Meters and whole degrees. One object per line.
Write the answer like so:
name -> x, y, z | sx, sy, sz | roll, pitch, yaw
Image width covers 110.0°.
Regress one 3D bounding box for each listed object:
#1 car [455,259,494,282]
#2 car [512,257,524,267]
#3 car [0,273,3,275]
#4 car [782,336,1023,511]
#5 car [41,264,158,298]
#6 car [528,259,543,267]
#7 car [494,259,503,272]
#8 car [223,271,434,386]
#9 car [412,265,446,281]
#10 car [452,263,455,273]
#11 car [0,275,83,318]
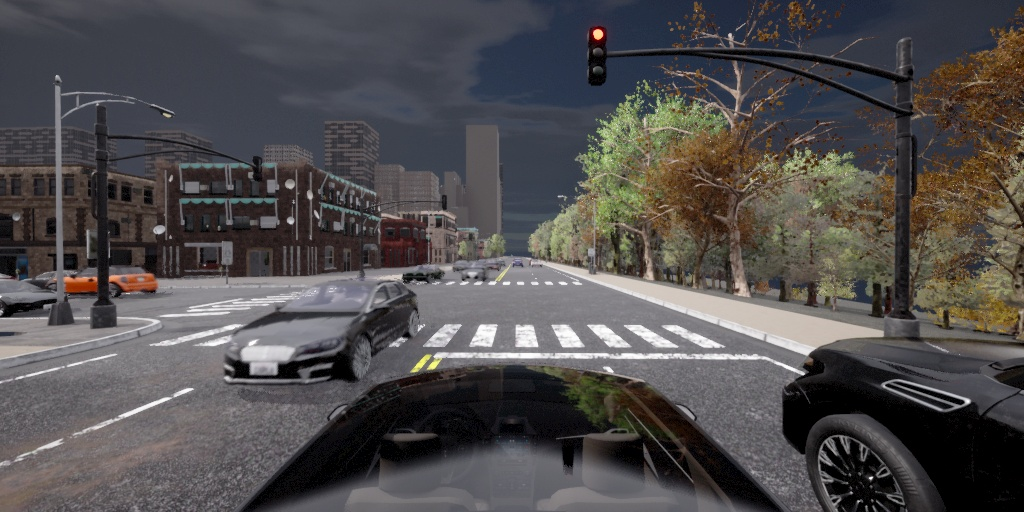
car -> -2.904, 1.233, 29.014 | 2.128, 1.511, 4.902 | 0, 0, 1
car -> 1.025, 1.252, 63.751 | 1.812, 1.442, 4.674 | 0, 0, 1
car -> -33.486, 1.654, 22.424 | 4.207, 1.307, 1.802 | 0, 0, 1
car -> 3.321, 0.972, 0.625 | 2.150, 2.045, 5.566 | 0, 0, 1
car -> -22.307, 1.322, 19.569 | 4.553, 1.767, 2.097 | -1, 1, 1
car -> 4.386, 1.327, 64.080 | 1.895, 1.301, 4.718 | 0, 0, 1
car -> -2.617, 1.298, 45.965 | 1.994, 1.385, 4.181 | 0, 0, 1
car -> -3.271, 1.240, 7.236 | 2.128, 1.511, 4.902 | 0, 0, 1
car -> -6.574, 1.344, 27.195 | 1.895, 1.301, 4.718 | 0, 0, 6
car -> -5.921, 1.242, 42.976 | 1.837, 1.490, 4.892 | 0, 0, 1
car -> -19.762, 1.565, 13.673 | 4.313, 1.339, 1.948 | 0, 0, 1
